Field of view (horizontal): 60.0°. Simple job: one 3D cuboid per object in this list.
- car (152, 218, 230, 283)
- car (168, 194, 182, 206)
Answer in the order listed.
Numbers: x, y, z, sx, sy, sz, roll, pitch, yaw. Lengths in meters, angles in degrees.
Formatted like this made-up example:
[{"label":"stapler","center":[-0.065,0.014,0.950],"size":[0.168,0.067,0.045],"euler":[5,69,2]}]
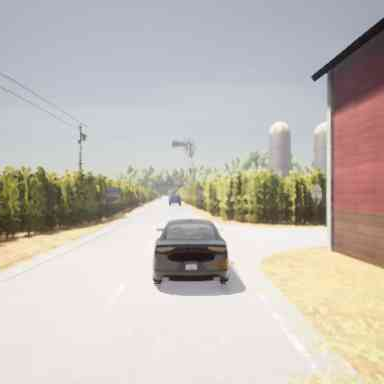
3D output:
[{"label":"car","center":[-0.062,1.512,9.837],"size":[1.882,1.535,5.008],"euler":[0,0,-1]},{"label":"car","center":[-3.023,1.428,59.425],"size":[2.150,2.045,5.566],"euler":[0,0,-4]}]
